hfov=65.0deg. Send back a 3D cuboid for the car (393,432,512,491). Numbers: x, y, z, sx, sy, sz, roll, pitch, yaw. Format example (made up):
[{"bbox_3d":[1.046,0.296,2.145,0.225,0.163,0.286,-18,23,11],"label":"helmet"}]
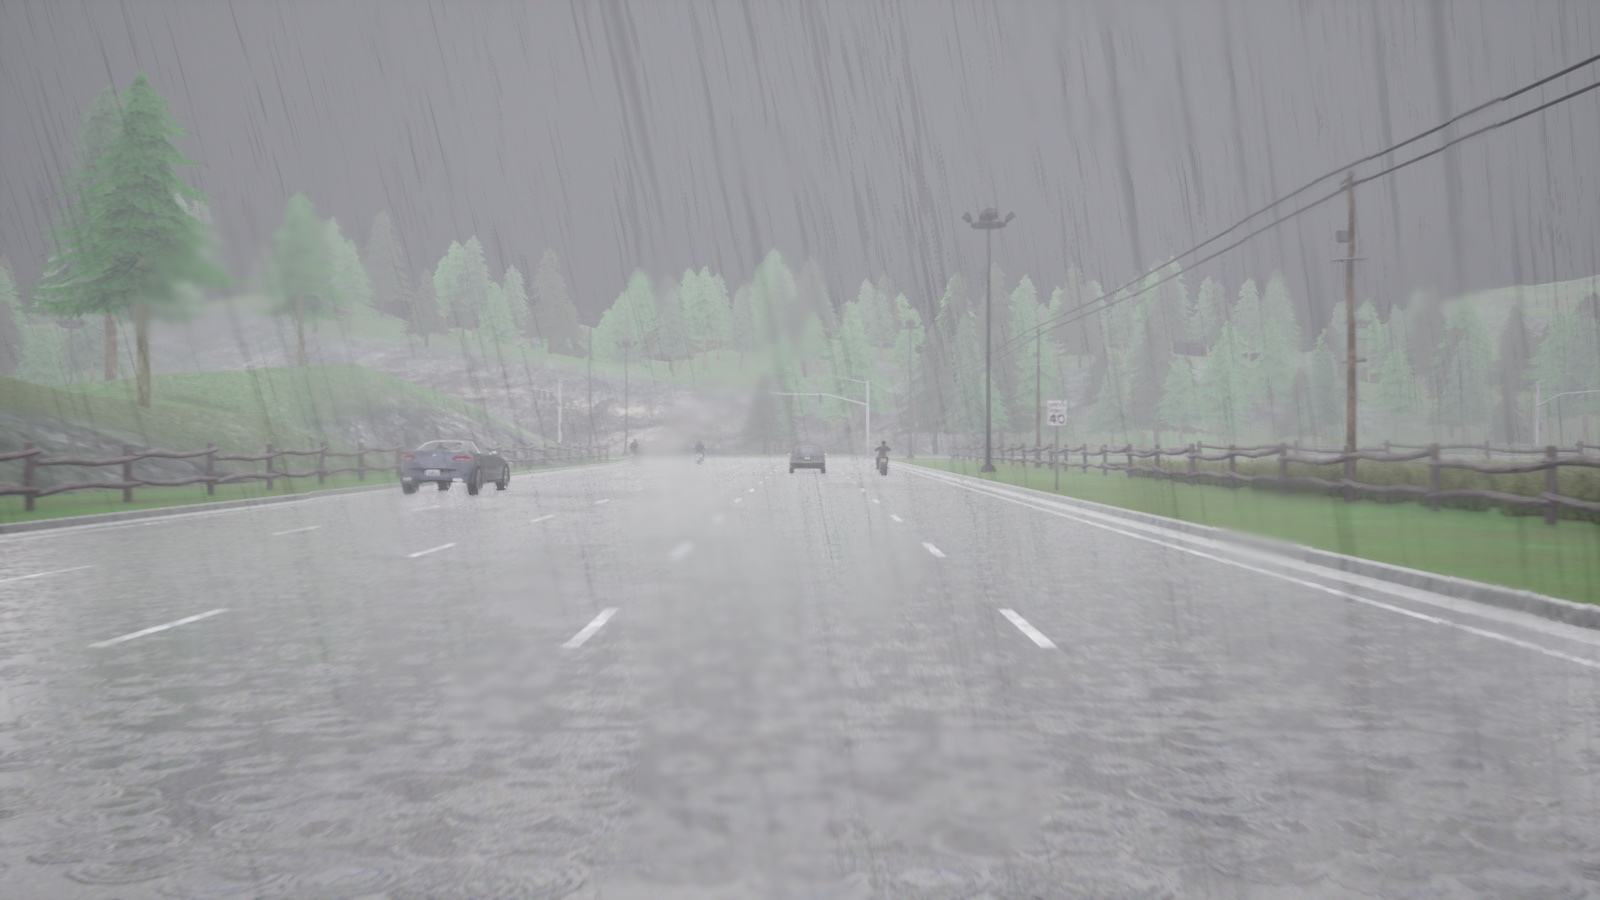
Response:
[{"bbox_3d":[-10.272,0.303,37.549,2.152,1.651,5.027,0,0,0],"label":"car"}]

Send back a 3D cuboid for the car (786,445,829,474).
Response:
[{"bbox_3d":[0.373,0.435,63.026,2.033,1.411,5.357,0,0,0],"label":"car"}]
